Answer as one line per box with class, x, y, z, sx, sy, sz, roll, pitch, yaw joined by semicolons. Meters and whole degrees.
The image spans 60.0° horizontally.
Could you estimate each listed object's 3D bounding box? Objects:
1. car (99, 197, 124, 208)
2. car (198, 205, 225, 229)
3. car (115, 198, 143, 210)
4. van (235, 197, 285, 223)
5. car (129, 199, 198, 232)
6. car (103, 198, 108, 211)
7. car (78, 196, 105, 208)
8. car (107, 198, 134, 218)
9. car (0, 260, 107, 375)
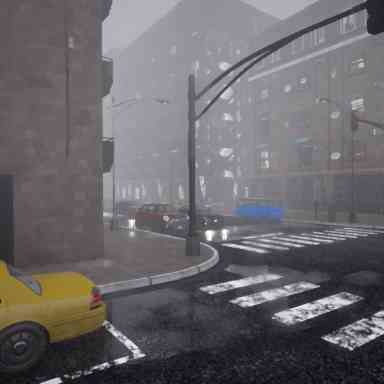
car;-11.610;1.463;47.865;1.887;1.381;4.507;-1;0;-36
car;0.249;1.545;21.597;1.994;1.385;4.181;-1;0;-36
car;-8.292;1.463;43.278;1.887;1.381;4.507;-1;0;-36
van;4.984;1.280;24.932;1.690;1.788;3.998;0;0;-36
car;-1.816;1.441;20.035;1.967;1.590;4.097;0;0;-36
car;-11.527;1.453;37.887;2.128;1.511;4.902;-1;0;-36
car;-14.255;1.430;47.010;2.128;1.511;4.902;-1;0;-36
car;-5.587;1.494;29.663;1.812;1.442;4.674;-1;0;-36
car;-3.547;1.525;4.038;4.829;1.417;1.752;0;0;-35
